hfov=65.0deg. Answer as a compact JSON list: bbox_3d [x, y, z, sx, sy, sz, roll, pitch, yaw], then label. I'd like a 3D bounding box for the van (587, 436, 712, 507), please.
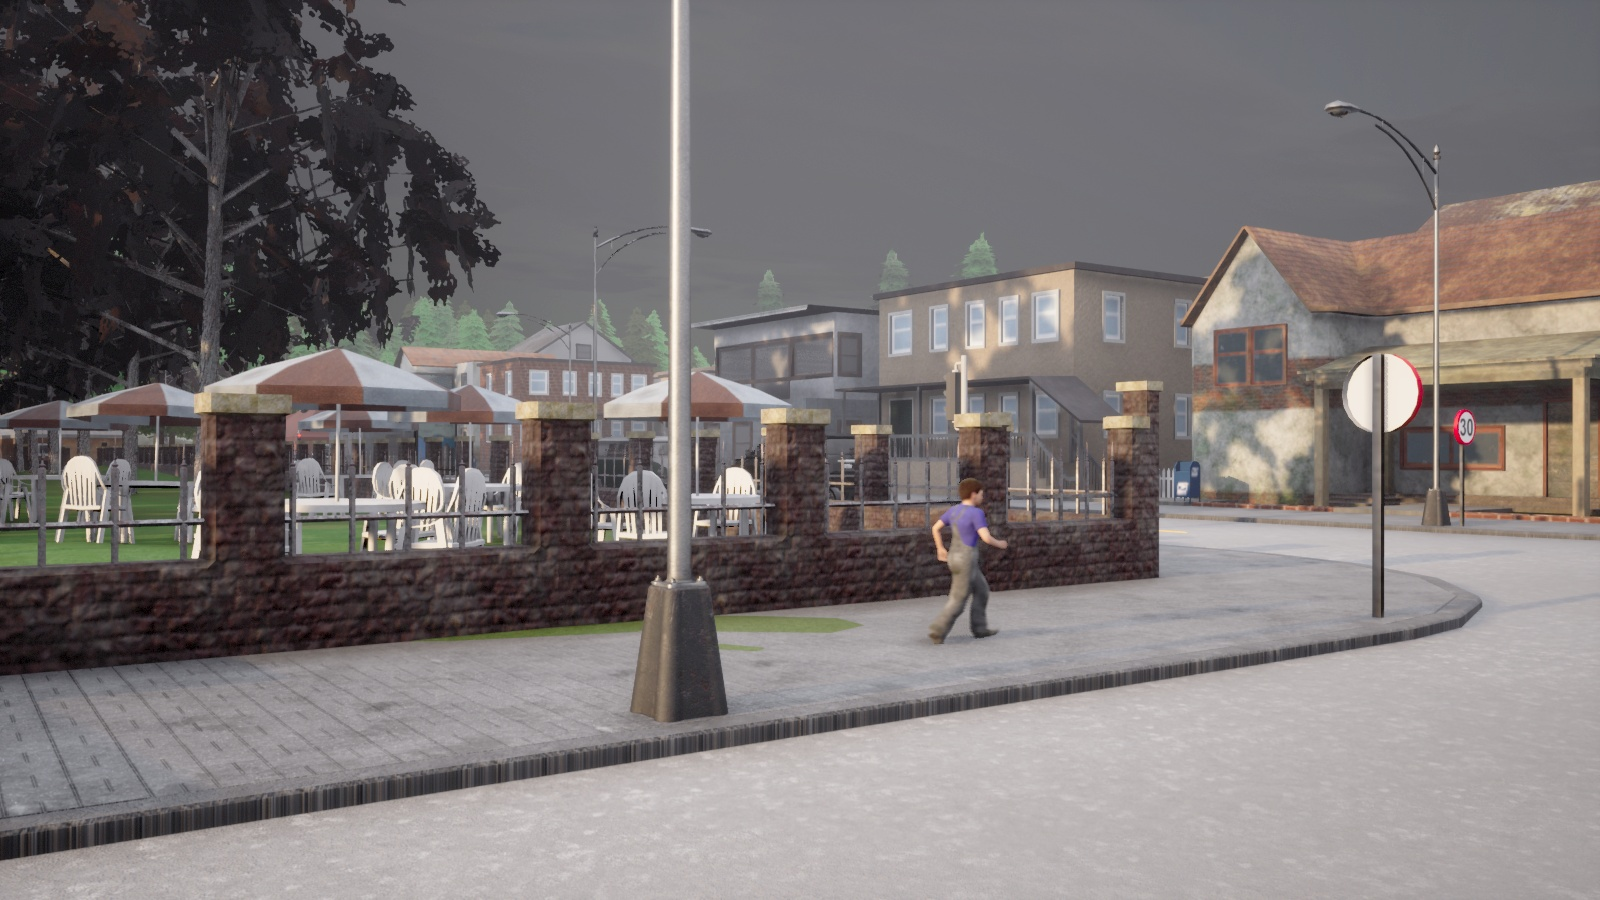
[{"bbox_3d":[-4.517,0.597,37.203,1.775,1.987,4.442,0,0,-35],"label":"van"}]

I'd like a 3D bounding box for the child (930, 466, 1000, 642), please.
[{"bbox_3d":[1.215,0.755,9.259,0.437,1.263,0.270,0,0,-18],"label":"child"}]

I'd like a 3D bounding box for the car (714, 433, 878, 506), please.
[{"bbox_3d":[-0.230,0.557,38.059,2.150,2.045,5.566,0,0,-35],"label":"car"}]
